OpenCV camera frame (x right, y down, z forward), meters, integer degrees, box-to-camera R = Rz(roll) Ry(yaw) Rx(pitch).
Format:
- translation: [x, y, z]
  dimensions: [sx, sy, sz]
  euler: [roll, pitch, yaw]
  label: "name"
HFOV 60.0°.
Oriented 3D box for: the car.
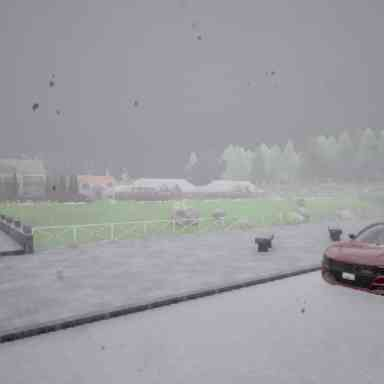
- translation: [5.285, 1.477, 8.353]
  dimensions: [5.008, 1.535, 1.882]
  euler: [0, 0, -35]
  label: "car"
